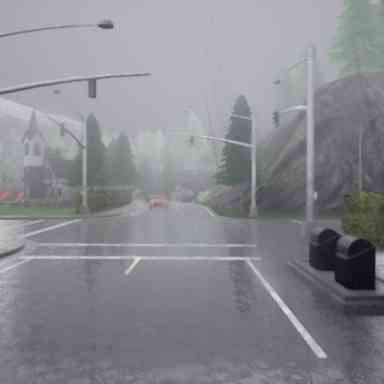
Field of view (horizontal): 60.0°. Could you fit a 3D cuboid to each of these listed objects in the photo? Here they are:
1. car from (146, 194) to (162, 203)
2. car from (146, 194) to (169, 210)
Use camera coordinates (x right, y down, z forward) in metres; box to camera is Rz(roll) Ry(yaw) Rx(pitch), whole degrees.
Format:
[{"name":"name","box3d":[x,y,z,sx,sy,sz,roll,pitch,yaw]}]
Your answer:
[{"name":"car","box3d":[-6.470,1.088,55.589,1.837,1.490,4.892,0,0,-17]},{"name":"car","box3d":[-3.768,1.062,38.347,2.097,1.767,4.553,0,0,-3]}]
